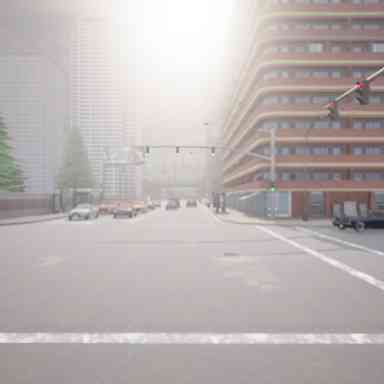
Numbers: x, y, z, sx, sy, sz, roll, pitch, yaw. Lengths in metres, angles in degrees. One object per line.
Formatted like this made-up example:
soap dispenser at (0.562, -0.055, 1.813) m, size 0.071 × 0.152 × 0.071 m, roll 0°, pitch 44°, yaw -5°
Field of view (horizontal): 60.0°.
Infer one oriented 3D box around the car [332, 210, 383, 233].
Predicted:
car at (11.408, 1.815, 21.154) m, size 4.718 × 1.301 × 1.895 m, roll 0°, pitch -1°, yaw -12°

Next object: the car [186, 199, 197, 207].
car at (-0.047, 2.211, 67.646) m, size 2.097 × 1.767 × 4.553 m, roll 0°, pitch -1°, yaw 0°

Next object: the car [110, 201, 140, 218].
car at (-7.109, 1.981, 35.739) m, size 1.812 × 1.442 × 4.674 m, roll 0°, pitch -1°, yaw 0°

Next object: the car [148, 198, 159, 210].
car at (-7.122, 2.185, 54.557) m, size 2.128 × 1.511 × 4.902 m, roll 0°, pitch -1°, yaw 0°

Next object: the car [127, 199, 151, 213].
car at (-7.128, 2.051, 45.079) m, size 1.882 × 1.535 × 5.008 m, roll 0°, pitch -1°, yaw 0°

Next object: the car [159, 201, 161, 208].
car at (-7.070, 2.349, 64.780) m, size 1.812 × 1.442 × 4.674 m, roll 0°, pitch -1°, yaw 1°

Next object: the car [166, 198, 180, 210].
car at (-3.438, 2.262, 56.218) m, size 2.033 × 1.411 × 5.357 m, roll 0°, pitch -1°, yaw 0°

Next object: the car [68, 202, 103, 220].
car at (-10.622, 1.945, 32.906) m, size 1.812 × 1.442 × 4.674 m, roll 0°, pitch -1°, yaw 2°

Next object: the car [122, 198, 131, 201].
car at (-10.628, 1.878, 51.583) m, size 2.150 × 2.045 × 5.566 m, roll 0°, pitch -1°, yaw 0°

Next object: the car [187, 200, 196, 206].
car at (-0.053, 2.501, 76.113) m, size 1.994 × 1.385 × 4.181 m, roll 0°, pitch -1°, yaw 0°

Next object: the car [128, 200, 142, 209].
car at (-10.586, 2.293, 61.996) m, size 1.837 × 1.490 × 4.892 m, roll 0°, pitch -1°, yaw 0°

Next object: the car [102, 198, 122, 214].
car at (-10.627, 1.885, 41.854) m, size 2.097 × 1.767 × 4.553 m, roll 0°, pitch -1°, yaw 0°
